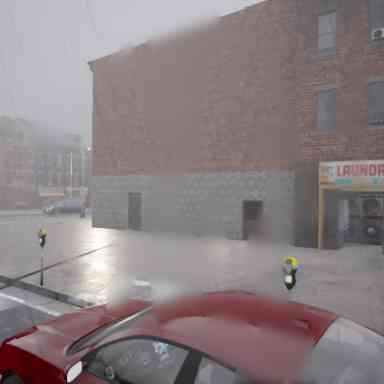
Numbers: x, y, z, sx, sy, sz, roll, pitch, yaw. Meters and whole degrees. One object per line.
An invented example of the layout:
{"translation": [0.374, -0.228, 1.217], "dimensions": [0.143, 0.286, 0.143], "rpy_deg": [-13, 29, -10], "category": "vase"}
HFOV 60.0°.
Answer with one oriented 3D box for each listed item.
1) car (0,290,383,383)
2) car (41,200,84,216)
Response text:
{"translation": [0.137, 1.545, 2.700], "dimensions": [4.507, 1.381, 1.887], "rpy_deg": [0, 1, 36], "category": "car"}
{"translation": [-14.381, 1.708, 37.092], "dimensions": [2.097, 1.767, 4.553], "rpy_deg": [1, 0, 36], "category": "car"}
